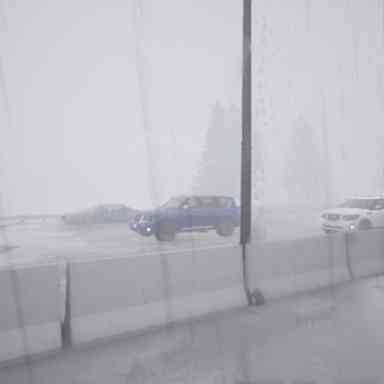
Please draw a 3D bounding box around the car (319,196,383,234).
[{"bbox_3d":[9.283,1.217,17.584,5.566,2.045,2.150,0,0,-28],"label":"car"}]

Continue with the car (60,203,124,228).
[{"bbox_3d":[-5.437,1.444,21.186,5.357,1.411,2.033,0,0,-32],"label":"car"}]

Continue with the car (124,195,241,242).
[{"bbox_3d":[-0.157,1.166,16.217,5.566,2.045,2.150,0,0,-31],"label":"car"}]
